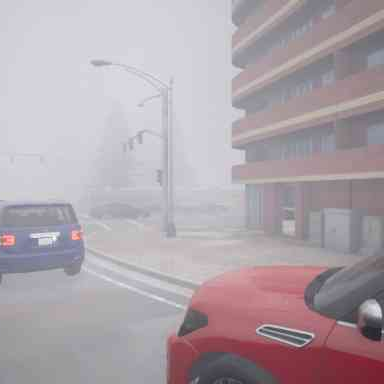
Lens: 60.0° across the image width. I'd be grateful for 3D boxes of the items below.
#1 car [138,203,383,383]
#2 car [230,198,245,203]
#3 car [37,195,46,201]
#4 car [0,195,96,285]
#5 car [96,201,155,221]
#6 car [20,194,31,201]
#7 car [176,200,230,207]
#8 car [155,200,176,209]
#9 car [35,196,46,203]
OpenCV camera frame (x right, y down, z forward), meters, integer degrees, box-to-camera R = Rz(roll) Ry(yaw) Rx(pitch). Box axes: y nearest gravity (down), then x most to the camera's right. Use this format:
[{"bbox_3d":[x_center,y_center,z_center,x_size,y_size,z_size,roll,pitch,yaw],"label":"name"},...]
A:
[{"bbox_3d":[2.392,1.221,2.420,5.566,2.045,2.150,0,0,36],"label":"car"},{"bbox_3d":[5.178,1.533,39.703,5.008,1.535,1.882,0,0,-23],"label":"car"},{"bbox_3d":[-37.309,1.478,82.452,1.882,1.535,5.008,0,0,-23],"label":"car"},{"bbox_3d":[-4.917,1.221,9.767,2.150,2.045,5.566,0,0,-36],"label":"car"},{"bbox_3d":[-5.832,1.556,27.310,4.892,1.490,1.837,0,0,-23],"label":"car"},{"bbox_3d":[-40.482,1.355,80.970,2.097,1.767,4.553,0,0,-23],"label":"car"},{"bbox_3d":[1.115,1.656,34.215,4.718,1.301,1.895,0,0,-23],"label":"car"},{"bbox_3d":[-3.344,1.581,36.126,4.674,1.442,1.812,0,0,-23],"label":"car"},{"bbox_3d":[-33.275,1.540,72.982,2.033,1.411,5.357,0,0,-23],"label":"car"}]
